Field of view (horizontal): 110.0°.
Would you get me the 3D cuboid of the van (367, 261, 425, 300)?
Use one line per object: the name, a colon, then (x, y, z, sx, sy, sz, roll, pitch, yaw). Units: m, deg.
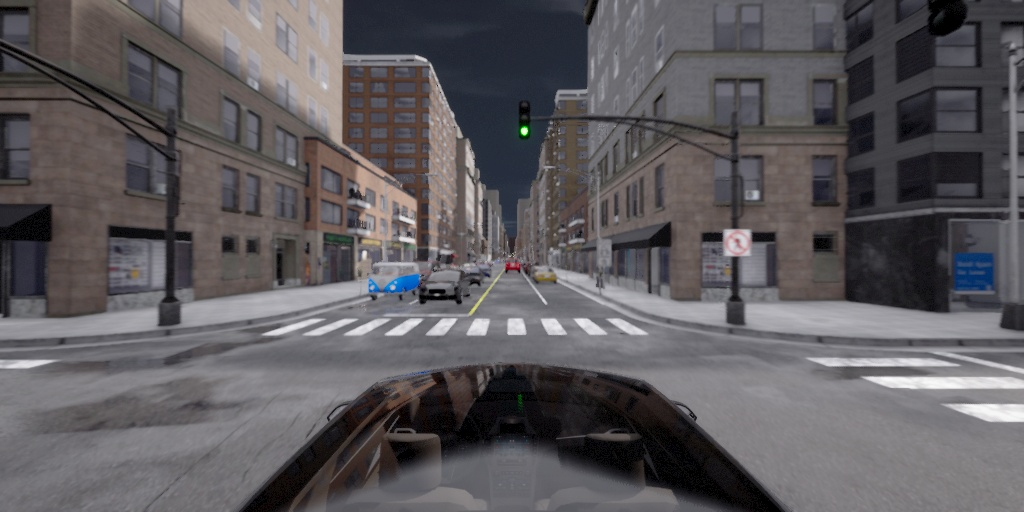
van: (-5.849, 1.213, 18.094, 1.690, 1.789, 3.998, 0, 0, 0)

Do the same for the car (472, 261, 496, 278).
car: (-3.077, 1.569, 37.932, 2.033, 1.411, 5.357, 0, 0, 0)

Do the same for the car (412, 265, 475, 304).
car: (-3.091, 1.371, 17.222, 1.837, 1.490, 4.892, 0, 0, 0)

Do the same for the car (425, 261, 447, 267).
car: (-5.846, 1.229, 23.690, 2.192, 1.841, 5.009, 0, 0, 0)

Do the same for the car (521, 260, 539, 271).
car: (2.690, 1.399, 46.087, 2.192, 1.841, 5.009, 0, 0, 0)

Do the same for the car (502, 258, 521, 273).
car: (0.124, 1.334, 49.988, 2.150, 2.045, 5.566, 0, 0, 0)

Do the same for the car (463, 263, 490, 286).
car: (-3.090, 1.491, 27.445, 2.033, 1.411, 5.357, 0, 0, 0)

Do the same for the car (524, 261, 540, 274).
car: (2.688, 1.609, 40.493, 1.948, 1.339, 4.313, 0, 0, 0)

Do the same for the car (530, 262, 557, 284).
car: (2.683, 1.485, 29.475, 1.751, 1.417, 4.829, 0, 0, 0)

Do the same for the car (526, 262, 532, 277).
car: (2.685, 1.552, 34.899, 2.007, 1.370, 4.403, 0, 0, 0)

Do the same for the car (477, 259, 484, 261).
car: (-5.827, 1.522, 62.859, 2.192, 1.841, 5.009, 0, 0, 0)
